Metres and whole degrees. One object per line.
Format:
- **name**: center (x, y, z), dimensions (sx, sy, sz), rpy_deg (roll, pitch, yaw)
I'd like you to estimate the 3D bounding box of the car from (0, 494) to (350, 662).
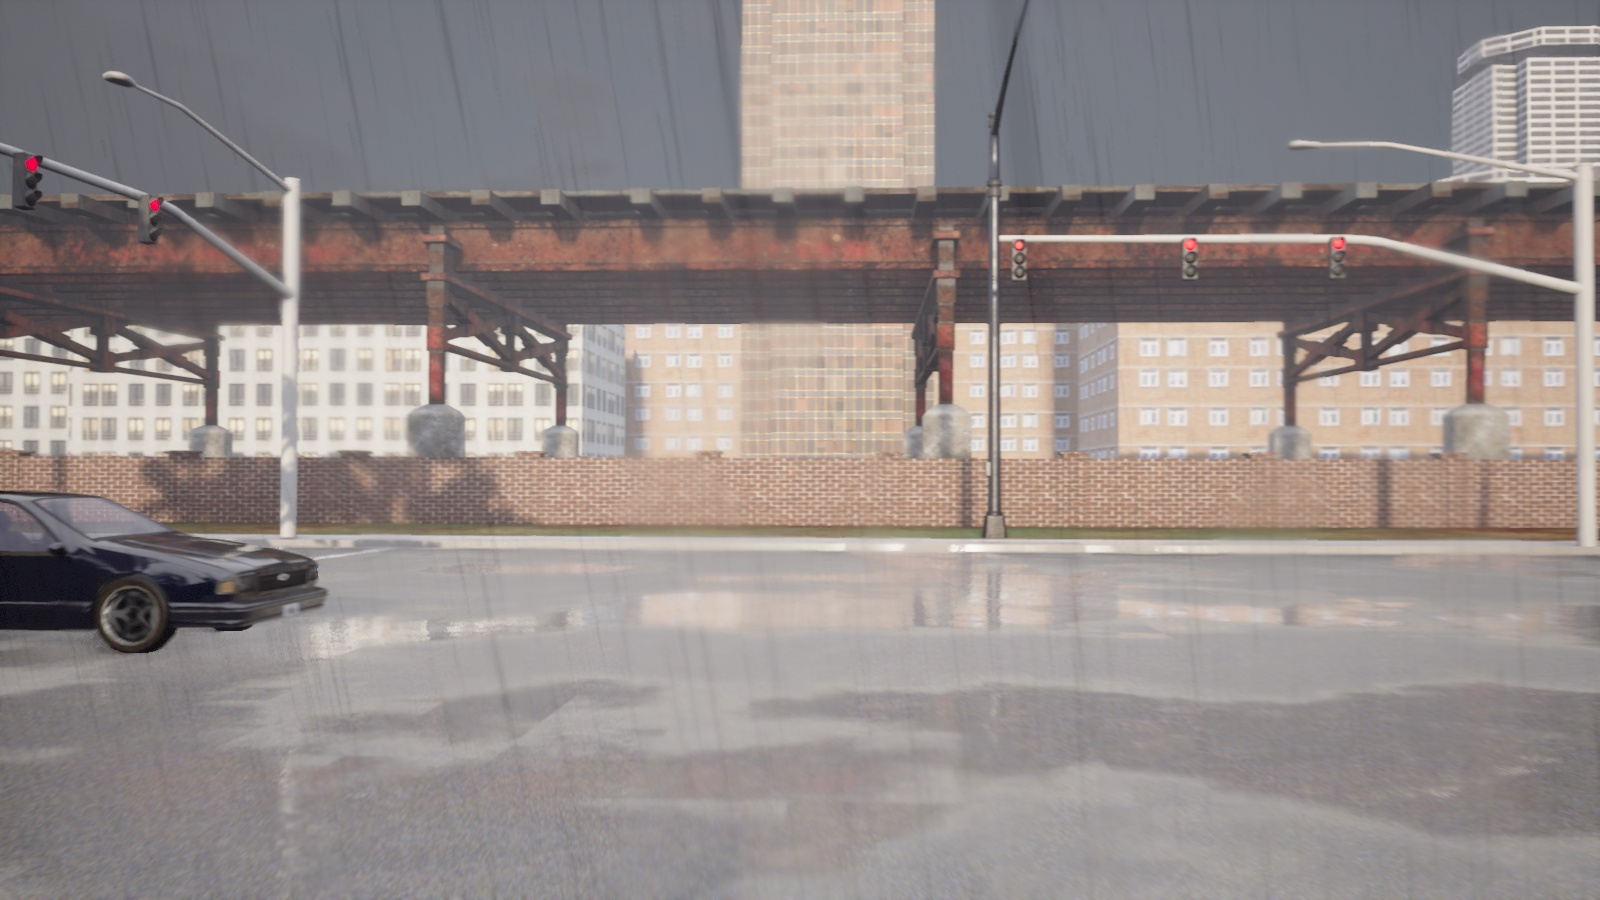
- **car**: center (-7.332, 1.151, 11.976), dimensions (5.357, 1.411, 2.033), rpy_deg (0, -1, 4)
